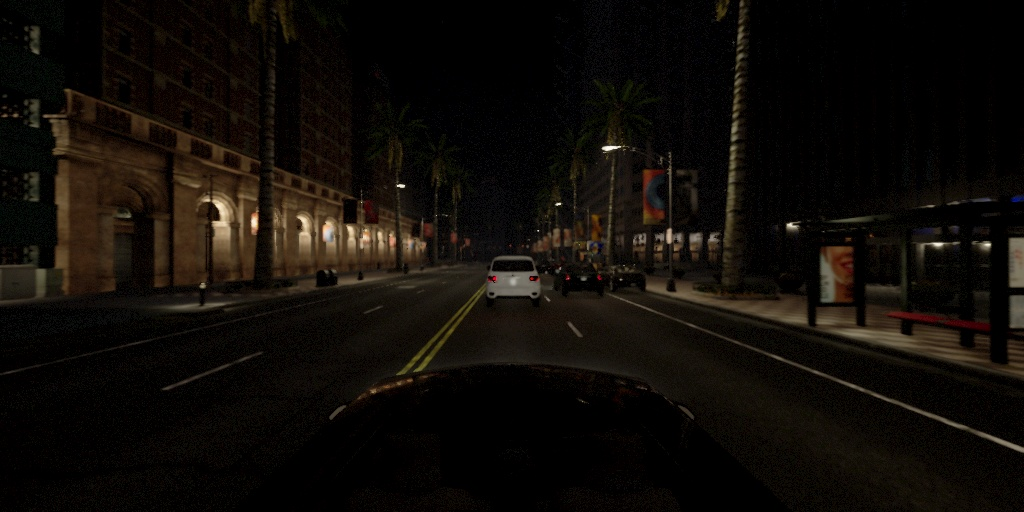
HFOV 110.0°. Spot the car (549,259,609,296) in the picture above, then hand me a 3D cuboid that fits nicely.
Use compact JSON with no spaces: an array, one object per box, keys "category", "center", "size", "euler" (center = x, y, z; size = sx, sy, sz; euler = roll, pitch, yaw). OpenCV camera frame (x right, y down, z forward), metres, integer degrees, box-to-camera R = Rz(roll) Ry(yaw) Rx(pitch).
[{"category":"car","center":[3.538,1.161,19.844],"size":[2.097,1.767,4.553],"euler":[0,0,-1]}]

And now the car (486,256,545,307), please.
[{"category":"car","center":[0.040,1.025,15.985],"size":[2.150,2.045,5.566],"euler":[0,0,0]}]

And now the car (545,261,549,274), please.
[{"category":"car","center":[3.463,1.385,38.535],"size":[1.837,1.490,4.892],"euler":[0,0,0]}]
